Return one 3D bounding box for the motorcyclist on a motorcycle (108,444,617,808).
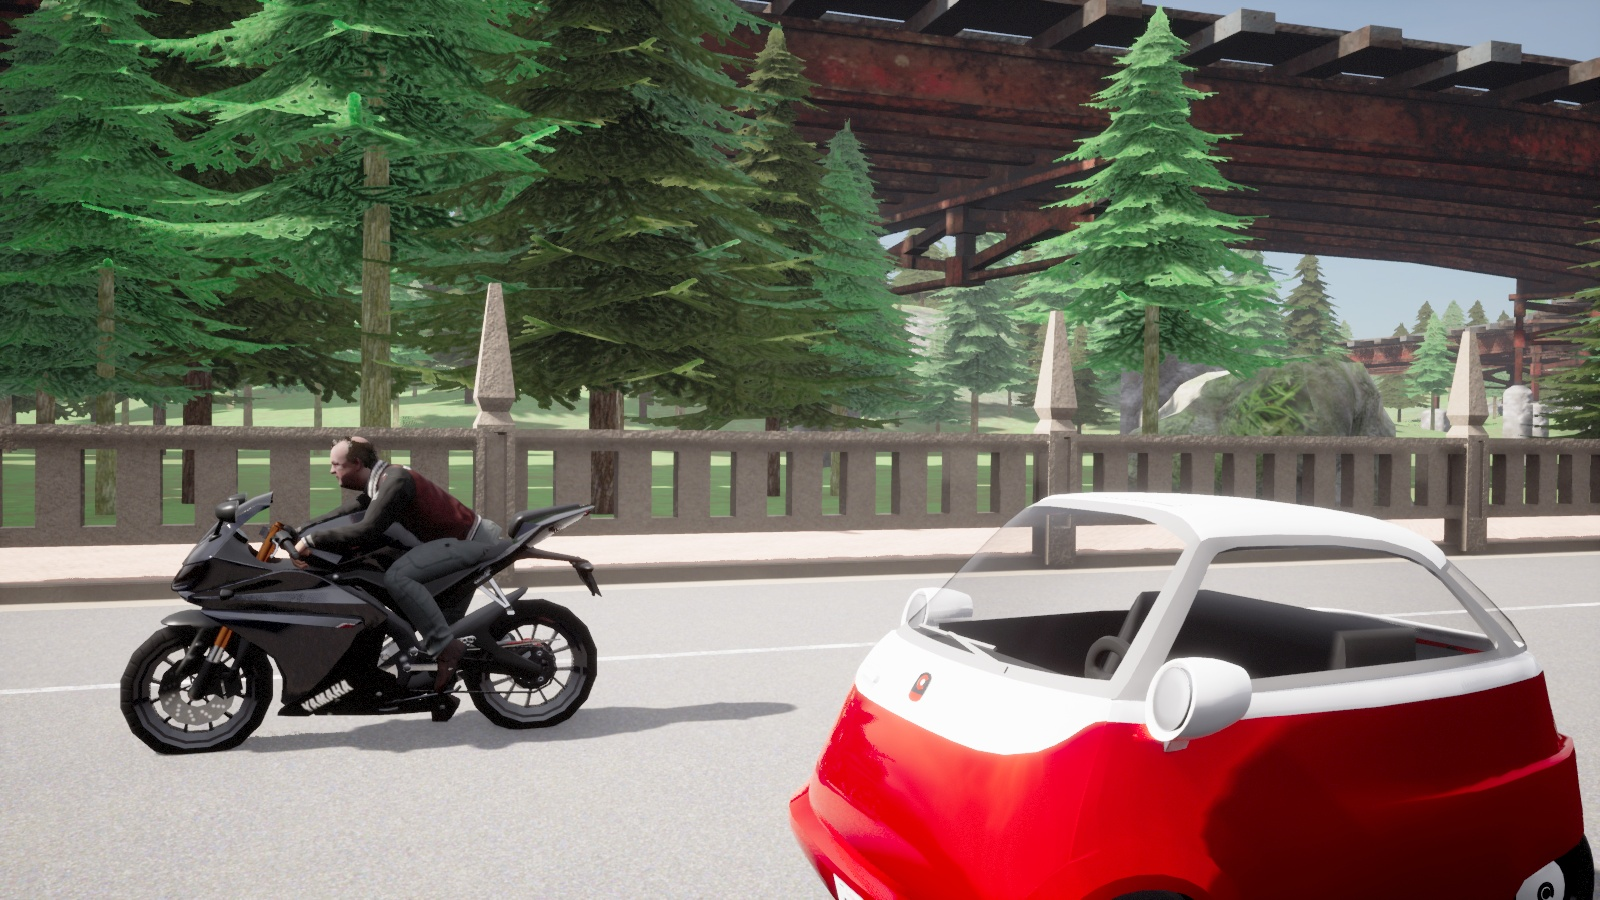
[{"bbox_3d":[-2.089,0.755,6.190,2.191,1.530,0.866,-1,1,-21],"label":"motorcyclist on a motorcycle"}]

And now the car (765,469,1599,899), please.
[{"bbox_3d":[1.187,0.780,3.690,2.207,1.376,1.481,-1,1,-21],"label":"car"}]
